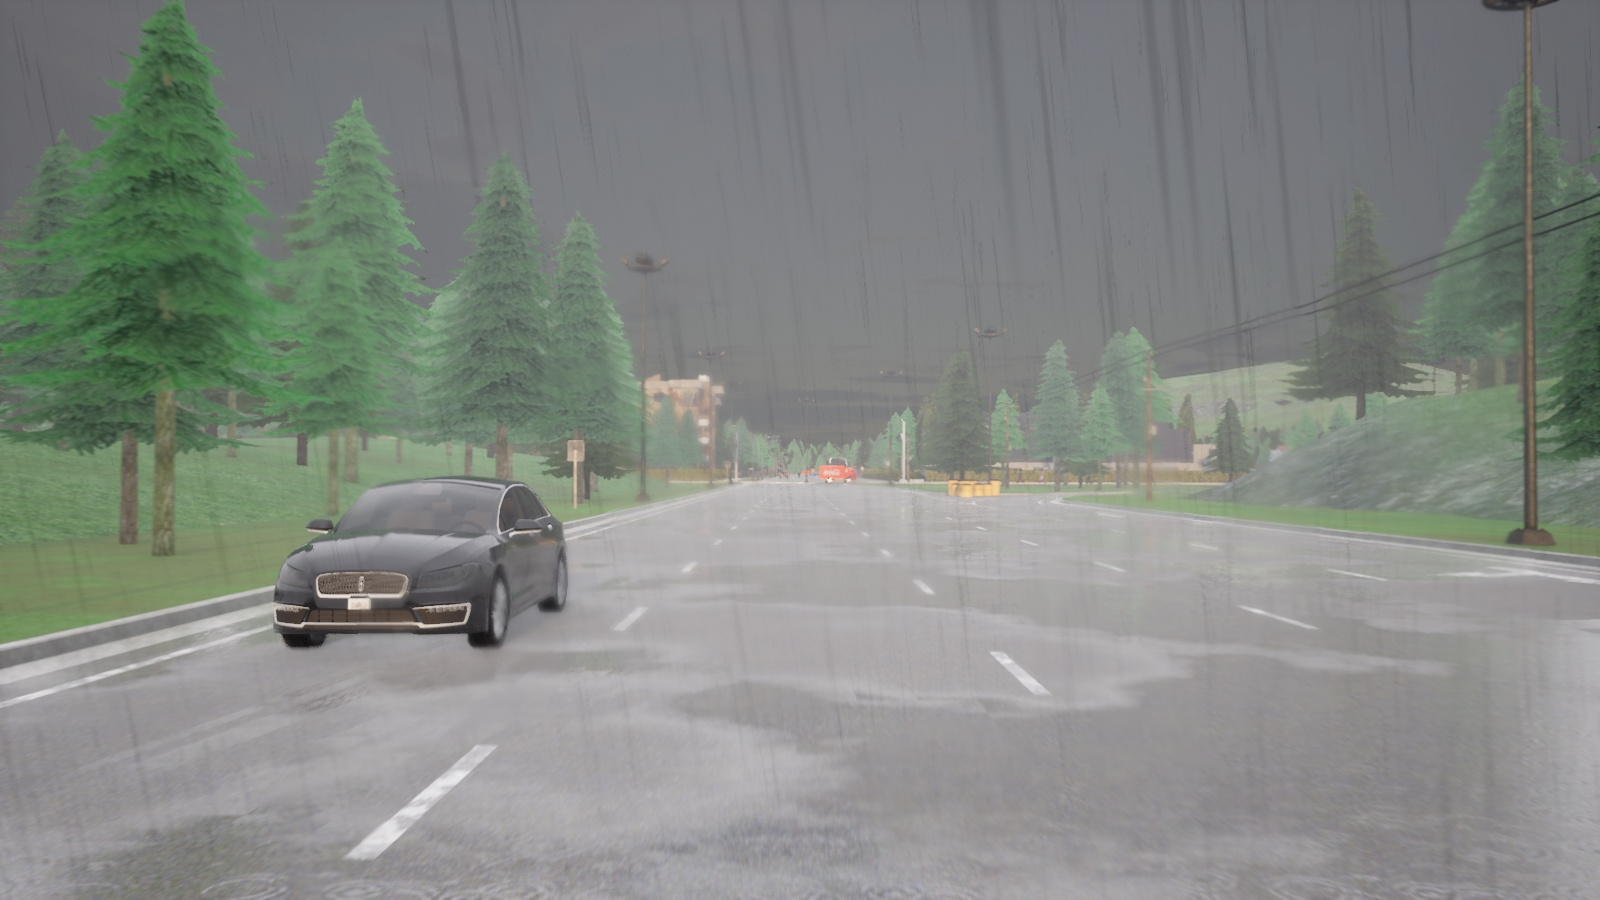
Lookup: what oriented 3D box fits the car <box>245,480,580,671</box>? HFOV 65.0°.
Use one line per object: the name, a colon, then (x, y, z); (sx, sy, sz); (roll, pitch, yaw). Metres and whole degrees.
car: (-3.531, 1.058, 12.499); (1.837, 1.490, 4.892); (0, -1, 0)
